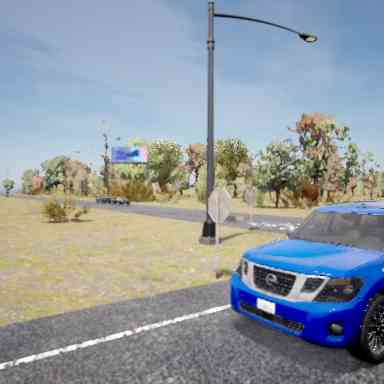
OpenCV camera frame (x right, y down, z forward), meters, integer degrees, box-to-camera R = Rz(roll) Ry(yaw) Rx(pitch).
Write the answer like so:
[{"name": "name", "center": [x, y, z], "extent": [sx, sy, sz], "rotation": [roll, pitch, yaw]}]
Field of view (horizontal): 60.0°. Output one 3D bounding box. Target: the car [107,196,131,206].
[{"name": "car", "center": [-11.702, 1.504, 54.255], "extent": [1.895, 1.301, 4.718], "rotation": [0, 0, -33]}]

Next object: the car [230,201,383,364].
[{"name": "car", "center": [3.279, 1.223, 6.216], "extent": [5.566, 2.045, 2.150], "rotation": [0, 0, -35]}]

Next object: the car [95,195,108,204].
[{"name": "car", "center": [-16.234, 1.393, 60.970], "extent": [1.837, 1.490, 4.892], "rotation": [0, 0, -34]}]
